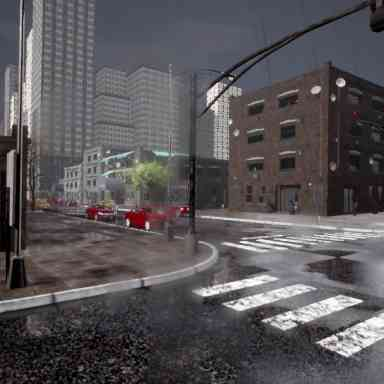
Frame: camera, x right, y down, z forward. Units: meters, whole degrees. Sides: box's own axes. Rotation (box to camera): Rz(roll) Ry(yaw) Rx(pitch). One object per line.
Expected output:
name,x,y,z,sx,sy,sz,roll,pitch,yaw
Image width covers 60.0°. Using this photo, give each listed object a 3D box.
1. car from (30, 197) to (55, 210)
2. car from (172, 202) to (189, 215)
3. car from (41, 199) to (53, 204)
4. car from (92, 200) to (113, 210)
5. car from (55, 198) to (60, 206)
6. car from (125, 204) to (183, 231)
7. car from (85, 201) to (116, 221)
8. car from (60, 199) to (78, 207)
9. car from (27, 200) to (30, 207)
car,-22.075,1.893,49.006,1.752,1.417,4.829,1,-1,-35
car,-1.488,1.764,34.525,1.967,1.590,4.097,1,-1,-35
car,-37.377,2.406,85.606,1.752,1.417,4.829,1,-1,-35
car,-14.178,2.041,52.560,1.752,1.417,4.829,1,-1,-35
car,-27.765,2.309,71.864,1.802,1.307,4.206,1,-1,-35
car,-2.777,1.617,21.296,1.887,1.381,4.507,1,-1,-35
car,-7.937,1.731,28.671,1.802,1.307,4.206,1,-1,-35
car,-24.594,2.117,67.332,1.967,1.590,4.097,1,-1,-35
car,-28.472,2.014,58.244,1.887,1.381,4.507,1,-1,-35
